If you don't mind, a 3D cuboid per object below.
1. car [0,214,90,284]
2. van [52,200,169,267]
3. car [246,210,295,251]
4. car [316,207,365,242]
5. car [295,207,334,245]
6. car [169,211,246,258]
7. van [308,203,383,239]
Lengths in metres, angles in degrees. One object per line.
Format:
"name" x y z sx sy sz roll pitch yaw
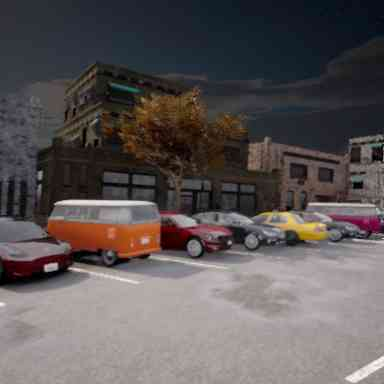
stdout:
"car" -5.478 1.506 9.653 4.792 1.488 2.163 -1 -1 35
"van" -3.212 1.271 11.438 4.442 1.987 1.878 -1 -1 35
"car" 1.657 1.592 14.763 4.892 1.521 2.231 0 -2 35
"car" 6.430 1.770 18.140 4.892 1.521 2.231 0 -2 35
"car" 3.891 1.667 16.548 5.366 1.575 1.946 0 -2 35
"car" -0.731 1.533 13.072 5.008 1.535 2.097 -1 -1 35
"van" 8.732 1.661 19.891 4.442 1.987 1.878 0 -2 35
